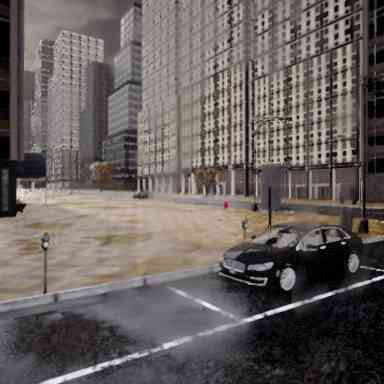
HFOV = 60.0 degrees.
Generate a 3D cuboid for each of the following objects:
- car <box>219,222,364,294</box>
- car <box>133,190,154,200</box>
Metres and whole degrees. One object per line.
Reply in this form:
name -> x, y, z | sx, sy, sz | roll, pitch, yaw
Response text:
car -> 2.685, 1.479, 8.525 | 4.403, 1.369, 2.008 | -1, 1, -35
car -> -7.648, 0.460, 52.058 | 2.128, 1.511, 4.902 | 0, 1, -34
